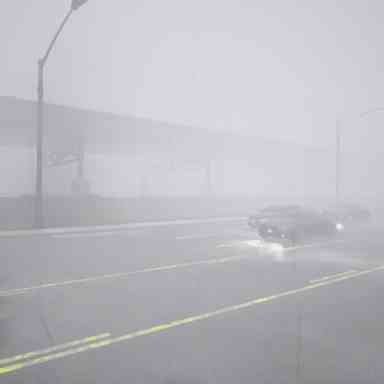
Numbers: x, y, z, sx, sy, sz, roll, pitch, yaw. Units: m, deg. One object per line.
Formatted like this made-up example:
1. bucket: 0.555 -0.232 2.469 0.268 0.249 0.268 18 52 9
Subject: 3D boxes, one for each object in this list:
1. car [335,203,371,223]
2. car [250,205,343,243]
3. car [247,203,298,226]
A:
1. car: 11.657 1.521 25.077 4.181 1.385 1.994 0 0 -35
2. car: 5.163 1.572 16.248 4.181 1.385 1.994 0 0 -35
3. car: 5.559 1.506 20.846 4.892 1.490 1.837 -1 0 -35
